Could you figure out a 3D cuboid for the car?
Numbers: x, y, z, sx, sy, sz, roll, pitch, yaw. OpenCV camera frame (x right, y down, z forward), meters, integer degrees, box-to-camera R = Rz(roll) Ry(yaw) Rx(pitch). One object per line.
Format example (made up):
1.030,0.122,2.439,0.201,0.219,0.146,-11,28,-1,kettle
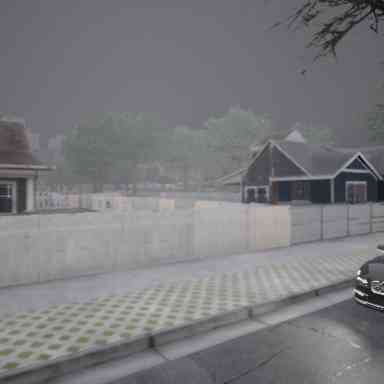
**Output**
5.214,1.506,6.718,4.892,1.490,1.837,1,0,-35,car
